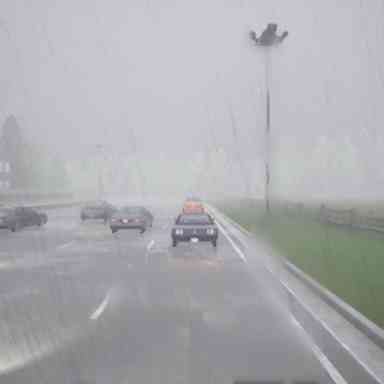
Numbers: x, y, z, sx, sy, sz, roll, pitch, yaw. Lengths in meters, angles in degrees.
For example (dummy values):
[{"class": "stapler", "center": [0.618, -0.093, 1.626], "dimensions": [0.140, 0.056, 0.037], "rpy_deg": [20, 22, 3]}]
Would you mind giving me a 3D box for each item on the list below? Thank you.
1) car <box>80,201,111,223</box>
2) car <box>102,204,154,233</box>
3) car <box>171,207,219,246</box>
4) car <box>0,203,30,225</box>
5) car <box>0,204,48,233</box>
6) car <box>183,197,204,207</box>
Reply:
[{"class": "car", "center": [-6.885, 1.444, 25.118], "dimensions": [2.128, 1.511, 4.902], "rpy_deg": [0, 0, 0]}, {"class": "car", "center": [-3.389, 1.510, 19.432], "dimensions": [2.033, 1.411, 5.357], "rpy_deg": [0, 0, 0]}, {"class": "car", "center": [0.109, 1.571, 15.078], "dimensions": [1.895, 1.301, 4.718], "rpy_deg": [0, 0, 0]}, {"class": "car", "center": [-13.886, 1.556, 24.184], "dimensions": [1.895, 1.301, 4.718], "rpy_deg": [0, 0, 0]}, {"class": "car", "center": [-10.388, 1.511, 19.447], "dimensions": [2.033, 1.411, 5.357], "rpy_deg": [0, 0, 0]}, {"class": "car", "center": [0.119, 1.285, 34.445], "dimensions": [2.097, 1.767, 4.553], "rpy_deg": [0, 0, 0]}]
